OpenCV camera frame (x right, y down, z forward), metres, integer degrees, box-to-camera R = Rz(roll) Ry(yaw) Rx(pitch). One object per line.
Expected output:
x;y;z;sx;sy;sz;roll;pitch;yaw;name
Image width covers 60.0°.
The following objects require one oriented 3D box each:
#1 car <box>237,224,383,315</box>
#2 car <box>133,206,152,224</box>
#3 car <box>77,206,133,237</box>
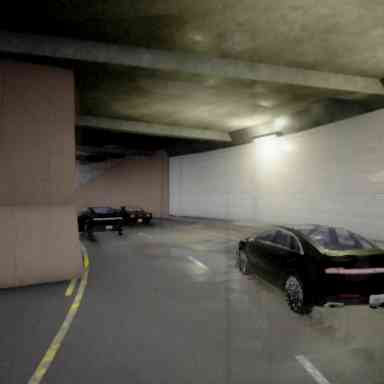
2.492;1.472;7.615;2.128;1.511;4.902;0;0;-10;car
-4.798;1.663;24.491;1.895;1.301;4.718;-1;0;-35;car
-5.264;1.554;18.654;2.128;1.511;4.902;0;0;-28;car
